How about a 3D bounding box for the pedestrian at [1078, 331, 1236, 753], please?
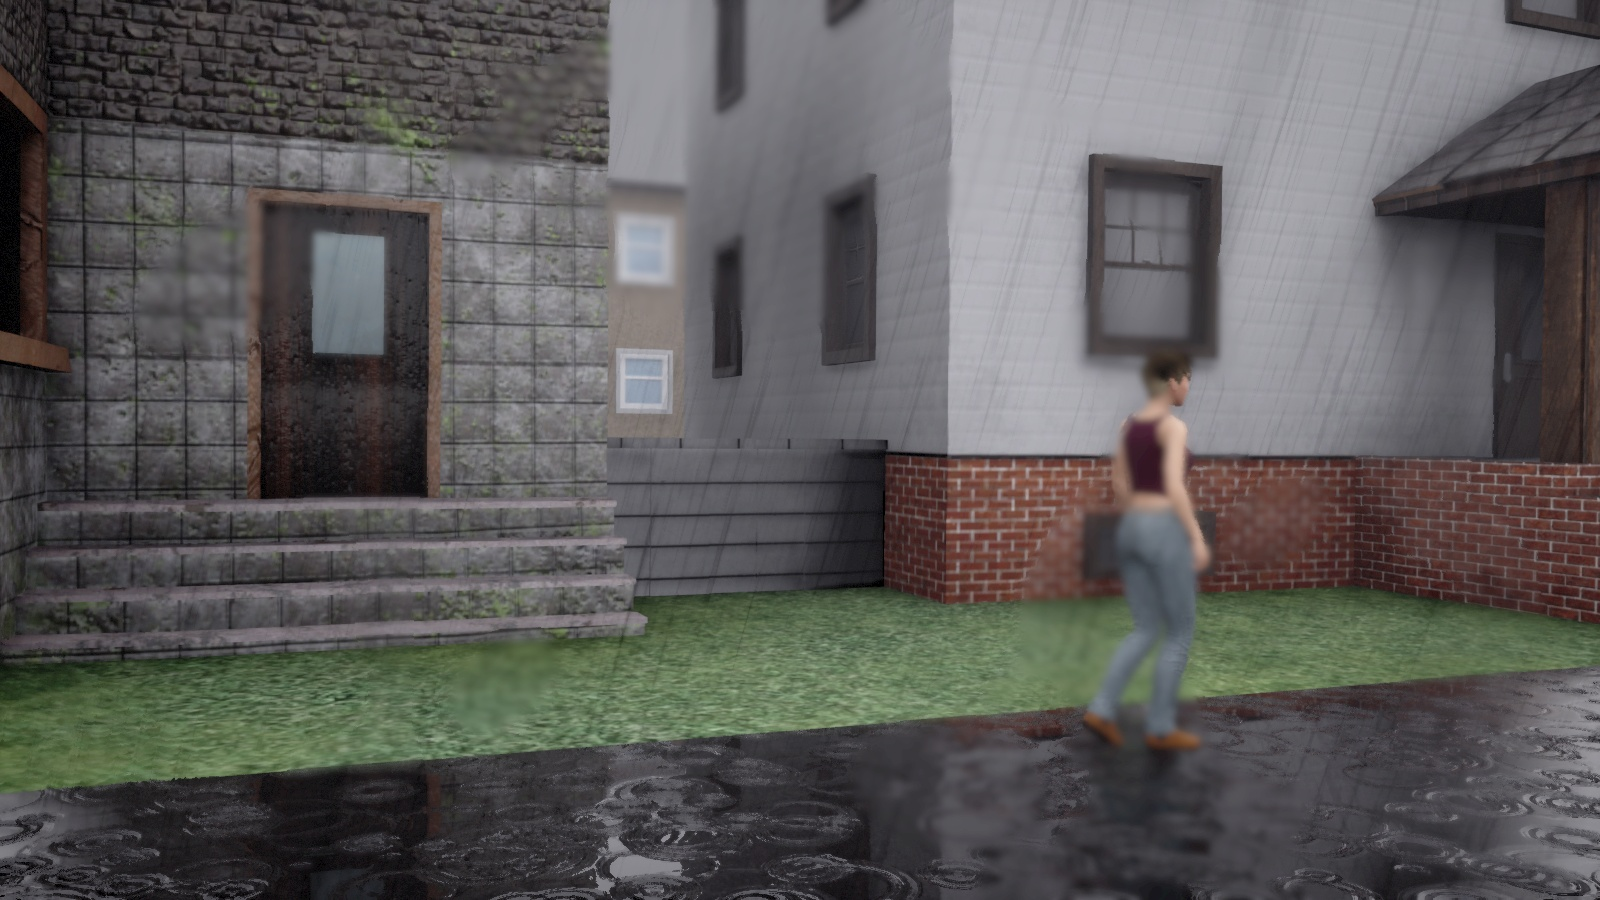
[{"bbox_3d":[1.626,0.397,5.724,0.594,1.836,0.345,-1,1,-21],"label":"pedestrian"}]
